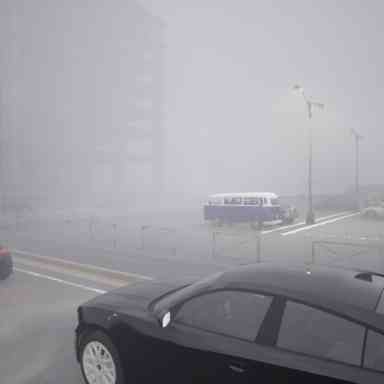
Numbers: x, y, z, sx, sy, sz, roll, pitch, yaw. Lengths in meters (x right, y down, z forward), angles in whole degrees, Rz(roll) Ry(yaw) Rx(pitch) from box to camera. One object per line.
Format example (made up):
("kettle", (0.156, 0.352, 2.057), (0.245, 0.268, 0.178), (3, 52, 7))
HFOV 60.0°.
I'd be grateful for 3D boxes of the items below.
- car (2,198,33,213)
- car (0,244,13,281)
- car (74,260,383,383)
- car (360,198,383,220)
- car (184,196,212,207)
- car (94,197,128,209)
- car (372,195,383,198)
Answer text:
("car", (-18.776, 1.422, 33.579), (1.882, 1.535, 5.008), (0, 0, 36))
("car", (-6.485, 1.564, 8.610), (4.181, 1.385, 1.994), (0, 0, 36))
("car", (0.836, 1.478, 3.399), (5.008, 1.535, 1.882), (0, 0, 36))
("car", (14.701, 1.395, 24.750), (3.806, 1.475, 1.970), (0, 0, 36))
("car", (0.941, 1.492, 61.121), (2.033, 1.411, 5.357), (0, 0, 35))
("car", (-10.812, 1.422, 44.764), (1.882, 1.535, 5.008), (0, 0, 36))
("car", (17.926, 1.153, 29.302), (4.605, 1.855, 1.932), (0, 0, 36))
